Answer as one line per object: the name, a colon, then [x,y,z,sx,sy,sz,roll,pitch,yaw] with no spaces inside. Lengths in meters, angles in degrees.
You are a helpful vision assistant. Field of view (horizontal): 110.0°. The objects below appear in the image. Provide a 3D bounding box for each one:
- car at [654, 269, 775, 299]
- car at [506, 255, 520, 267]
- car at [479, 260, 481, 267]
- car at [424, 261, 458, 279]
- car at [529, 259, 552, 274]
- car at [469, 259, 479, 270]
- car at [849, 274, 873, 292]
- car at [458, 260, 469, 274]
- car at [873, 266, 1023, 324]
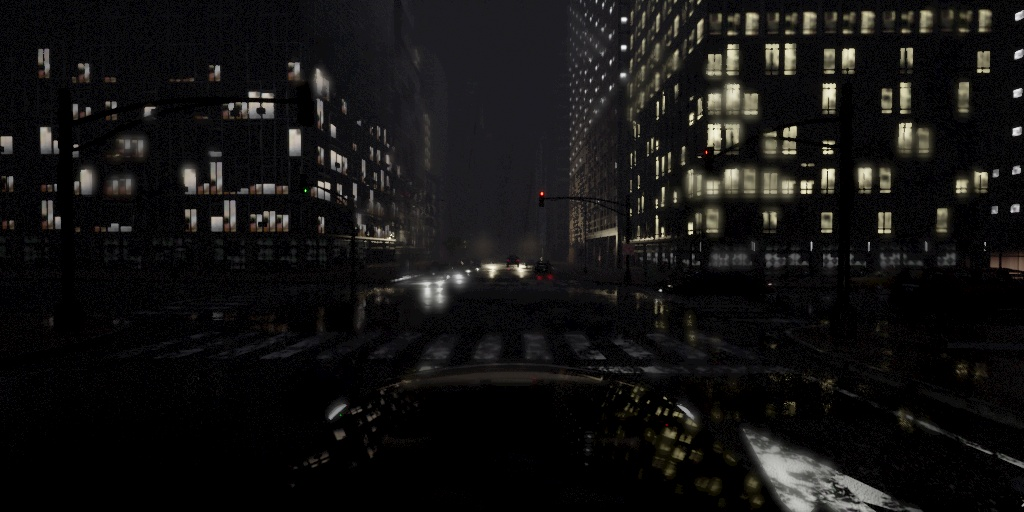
car: [10.170,1.371,18.177,5.357,1.411,2.033,0,1,-1]
car: [0.165,0.925,62.860,2.150,2.045,5.566,0,0,0]
car: [-6.398,1.182,61.726,1.882,1.535,5.008,0,0,1]
car: [-6.522,1.225,32.333,2.128,1.511,4.902,0,0,0]
car: [3.447,1.219,40.556,2.128,1.511,4.902,0,0,0]
car: [-6.461,1.264,51.385,2.033,1.411,5.357,0,0,0]
car: [21.852,1.409,20.689,4.829,1.417,1.751,0,0,1]
car: [-6.496,1.327,41.615,1.895,1.301,4.718,0,0,0]
car: [16.219,1.281,12.419,5.009,1.841,2.192,0,0,1]
